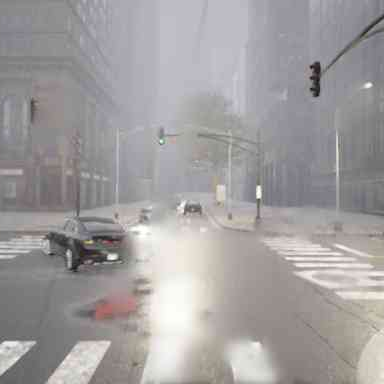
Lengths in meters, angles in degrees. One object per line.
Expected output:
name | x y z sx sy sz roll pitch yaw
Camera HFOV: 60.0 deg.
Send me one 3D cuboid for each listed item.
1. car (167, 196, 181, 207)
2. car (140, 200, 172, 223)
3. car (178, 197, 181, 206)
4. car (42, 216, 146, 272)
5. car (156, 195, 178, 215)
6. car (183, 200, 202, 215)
car | -3.021 1.555 57.404 2.097 1.767 4.553 0 0 0
car | -3.100 1.661 27.235 2.128 1.511 4.902 0 0 0
car | -3.017 1.696 47.115 2.128 1.511 4.902 0 0 0
car | -3.646 1.595 11.343 1.837 1.490 4.892 3 -2 -36
car | -3.083 1.413 37.122 2.150 2.045 5.566 0 0 1
car | 0.074 1.670 37.104 1.882 1.535 5.008 0 0 0
